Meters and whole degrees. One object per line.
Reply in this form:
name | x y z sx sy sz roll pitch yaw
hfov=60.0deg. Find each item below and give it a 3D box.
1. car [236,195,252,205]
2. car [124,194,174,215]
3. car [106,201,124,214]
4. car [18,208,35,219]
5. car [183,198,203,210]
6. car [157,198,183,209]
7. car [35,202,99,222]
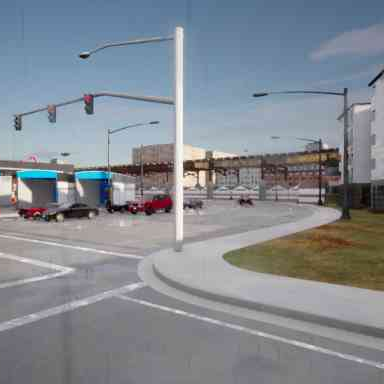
car | 8.976 1.351 57.875 2.097 1.767 4.553 0 0 -1
car | -4.130 1.221 34.417 2.150 2.045 5.566 0 0 30
car | -7.111 1.601 36.221 1.895 1.301 4.718 0 0 30
car | -12.295 1.601 28.661 1.895 1.301 4.718 0 0 37
car | 0.119 1.547 44.101 2.033 1.411 5.357 0 0 16
car | -2.956 1.547 46.029 2.033 1.411 5.357 0 0 15
car | -9.592 1.526 26.479 1.812 1.442 4.674 0 0 36
